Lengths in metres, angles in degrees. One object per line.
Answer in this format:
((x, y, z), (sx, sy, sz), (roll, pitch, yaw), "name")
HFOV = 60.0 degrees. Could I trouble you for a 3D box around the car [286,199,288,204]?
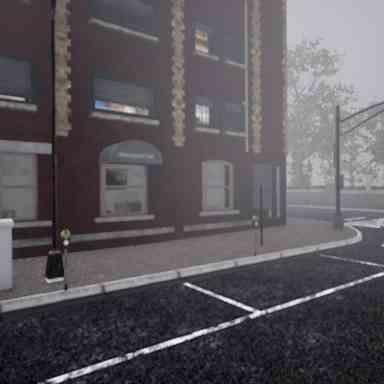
((7.982, 0.778, 35.702), (1.752, 1.417, 4.829), (1, 1, -36), "car")
